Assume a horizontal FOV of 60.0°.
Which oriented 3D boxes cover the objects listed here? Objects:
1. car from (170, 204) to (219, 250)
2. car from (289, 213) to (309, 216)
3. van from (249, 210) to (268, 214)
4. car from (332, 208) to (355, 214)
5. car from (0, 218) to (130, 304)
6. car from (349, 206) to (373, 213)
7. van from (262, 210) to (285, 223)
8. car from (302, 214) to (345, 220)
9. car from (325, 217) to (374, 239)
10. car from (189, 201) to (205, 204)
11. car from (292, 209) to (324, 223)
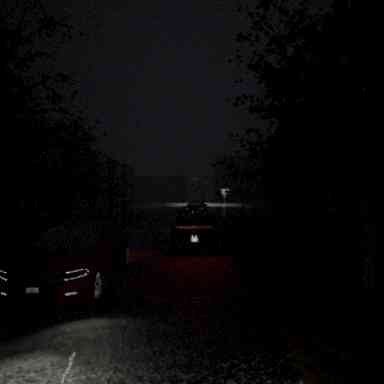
[{"bbox_3d":[0.094,1.494,14.347,2.128,1.511,4.902,0,0,0],"label":"car"},{"bbox_3d":[17.565,4.230,59.189,2.435,2.045,5.566,0,0,-18],"label":"car"},{"bbox_3d":[11.596,4.256,59.507,1.878,1.987,4.442,0,0,-18],"label":"van"},{"bbox_3d":[26.406,4.229,58.957,2.435,2.045,5.566,0,0,-18],"label":"car"},{"bbox_3d":[-2.849,1.479,8.433,1.882,1.535,5.008,0,0,0],"label":"car"},{"bbox_3d":[40.790,4.226,80.263,5.366,1.575,1.946,-1,0,-17],"label":"car"},{"bbox_3d":[14.553,4.256,59.414,1.878,1.987,4.442,0,0,-18],"label":"van"},{"bbox_3d":[16.765,4.424,42.297,2.435,2.045,5.566,-1,2,-18],"label":"car"},{"bbox_3d":[19.823,4.424,42.161,2.435,2.045,5.566,0,1,-18],"label":"car"},{"bbox_3d":[0.475,1.532,30.645,1.812,1.442,4.674,0,0,7],"label":"car"},{"bbox_3d":[20.523,4.229,59.095,2.435,2.045,5.566,0,0,-18],"label":"car"}]
